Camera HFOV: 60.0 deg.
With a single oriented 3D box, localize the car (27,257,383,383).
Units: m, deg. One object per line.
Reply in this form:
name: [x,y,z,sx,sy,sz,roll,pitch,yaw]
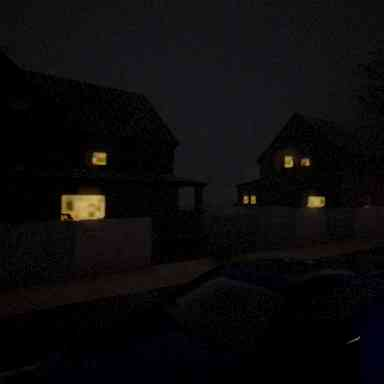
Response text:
car: [0.758,1.540,3.609,4.674,1.442,1.812,0,0,-35]
